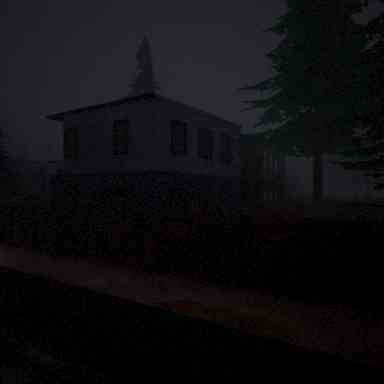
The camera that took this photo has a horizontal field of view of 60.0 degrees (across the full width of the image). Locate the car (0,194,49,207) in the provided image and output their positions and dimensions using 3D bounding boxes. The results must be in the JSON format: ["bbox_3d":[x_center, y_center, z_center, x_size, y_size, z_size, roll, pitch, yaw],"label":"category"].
[{"bbox_3d":[-14.765,1.202,29.609,2.150,2.045,5.566,0,0,27],"label":"car"}]
